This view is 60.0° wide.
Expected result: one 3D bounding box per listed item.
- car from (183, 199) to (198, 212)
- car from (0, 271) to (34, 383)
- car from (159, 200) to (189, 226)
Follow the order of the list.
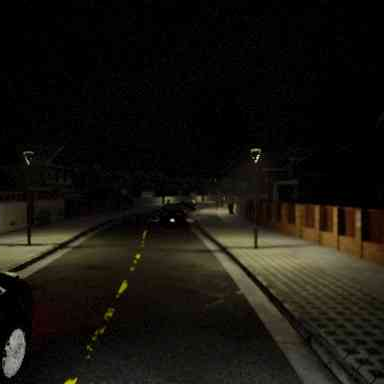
[{"bbox_3d":[-0.413,1.608,40.860,2.128,1.511,4.902,0,0,7],"label":"car"},{"bbox_3d":[-2.976,1.519,2.556,1.837,1.490,4.892,0,0,-1],"label":"car"},{"bbox_3d":[-1.334,1.571,23.874,1.837,1.490,4.892,0,0,-2],"label":"car"}]
